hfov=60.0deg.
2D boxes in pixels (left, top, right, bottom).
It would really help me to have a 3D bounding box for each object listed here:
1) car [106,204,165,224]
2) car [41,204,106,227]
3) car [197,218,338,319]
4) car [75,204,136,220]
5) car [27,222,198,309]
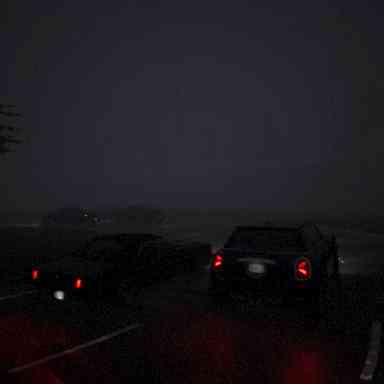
[{"bbox_3d":[-4.470,1.740,26.769,5.008,1.535,1.882,-1,-1,34],"label":"car"},{"bbox_3d":[-9.156,1.823,25.070,4.674,1.442,1.812,-1,-1,21],"label":"car"},{"bbox_3d":[2.154,1.396,7.846,2.097,1.767,4.553,-1,-1,28],"label":"car"},{"bbox_3d":[-8.353,1.893,32.293,5.357,1.411,2.033,-1,-1,15],"label":"car"},{"bbox_3d":[-1.333,1.684,8.218,1.895,1.301,4.718,-1,0,33],"label":"car"}]
